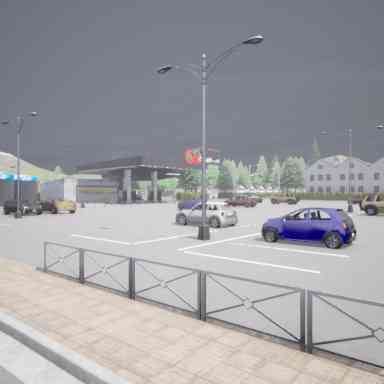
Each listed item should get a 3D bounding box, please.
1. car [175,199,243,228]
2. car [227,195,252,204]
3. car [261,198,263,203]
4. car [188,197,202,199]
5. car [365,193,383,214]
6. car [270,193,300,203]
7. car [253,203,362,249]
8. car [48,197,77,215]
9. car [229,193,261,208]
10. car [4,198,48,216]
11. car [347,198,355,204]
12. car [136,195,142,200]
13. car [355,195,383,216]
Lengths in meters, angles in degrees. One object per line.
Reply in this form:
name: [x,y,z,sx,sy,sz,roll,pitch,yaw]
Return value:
car: [0.837,1.384,20.654,3.806,1.475,1.970,0,0,40]
car: [8.416,1.361,59.079,3.806,1.475,1.970,0,0,40]
car: [11.010,1.077,61.247,3.866,1.878,1.905,0,0,40]
car: [0.042,1.320,36.902,3.633,1.501,1.845,0,0,40]
car: [18.159,1.077,30.328,3.866,1.878,1.905,0,0,40]
car: [14.964,1.097,53.692,4.605,1.855,1.932,0,0,40]
car: [4.642,1.374,13.620,3.633,1.501,1.845,0,0,40]
car: [-13.429,1.330,32.691,5.027,1.636,2.152,0,0,40]
car: [6.459,1.298,44.563,4.514,1.523,2.007,0,0,40]
car: [-15.393,1.340,30.244,4.514,1.523,2.007,0,0,40]
car: [27.100,1.298,52.637,4.514,1.523,2.007,0,0,40]
car: [-14.799,1.480,83.388,2.242,1.667,4.611,0,0,40]
car: [16.620,1.097,27.830,4.605,1.855,1.932,0,0,40]
